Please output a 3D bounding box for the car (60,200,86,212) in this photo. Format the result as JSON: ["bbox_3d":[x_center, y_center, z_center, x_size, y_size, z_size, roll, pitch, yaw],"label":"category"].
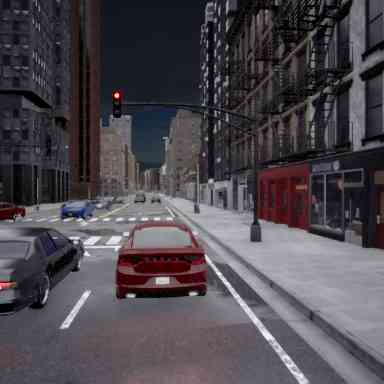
[{"bbox_3d":[-14.259,1.615,40.087,1.895,1.301,4.718,0,0,-6],"label":"car"}]

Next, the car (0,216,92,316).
[{"bbox_3d":[-3.901,1.547,7.702,2.033,1.411,5.357,0,0,-6],"label":"car"}]

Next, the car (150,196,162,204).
[{"bbox_3d":[-7.052,1.532,65.168,1.837,1.490,4.892,0,0,-6],"label":"car"}]

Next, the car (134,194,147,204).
[{"bbox_3d":[-10.410,1.628,65.946,1.895,1.301,4.718,0,0,-6],"label":"car"}]

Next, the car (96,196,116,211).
[{"bbox_3d":[-11.133,1.503,41.396,2.128,1.511,4.902,0,0,-6],"label":"car"}]

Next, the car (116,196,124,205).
[{"bbox_3d":[-13.081,1.531,59.045,1.837,1.490,4.892,0,-1,-6],"label":"car"}]

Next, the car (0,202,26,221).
[{"bbox_3d":[-14.690,1.506,24.348,1.882,1.535,5.008,1,1,24],"label":"car"}]

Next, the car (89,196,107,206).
[{"bbox_3d":[-16.160,1.516,57.291,2.128,1.511,4.902,0,0,-6],"label":"car"}]

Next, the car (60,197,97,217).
[{"bbox_3d":[-9.655,1.485,28.172,1.882,1.535,5.008,0,0,-6],"label":"car"}]

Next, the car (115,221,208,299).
[{"bbox_3d":[-0.794,1.478,8.568,1.882,1.535,5.008,0,0,-6],"label":"car"}]

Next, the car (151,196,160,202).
[{"bbox_3d":[-8.304,1.572,75.471,2.033,1.411,5.357,0,0,-6],"label":"car"}]
